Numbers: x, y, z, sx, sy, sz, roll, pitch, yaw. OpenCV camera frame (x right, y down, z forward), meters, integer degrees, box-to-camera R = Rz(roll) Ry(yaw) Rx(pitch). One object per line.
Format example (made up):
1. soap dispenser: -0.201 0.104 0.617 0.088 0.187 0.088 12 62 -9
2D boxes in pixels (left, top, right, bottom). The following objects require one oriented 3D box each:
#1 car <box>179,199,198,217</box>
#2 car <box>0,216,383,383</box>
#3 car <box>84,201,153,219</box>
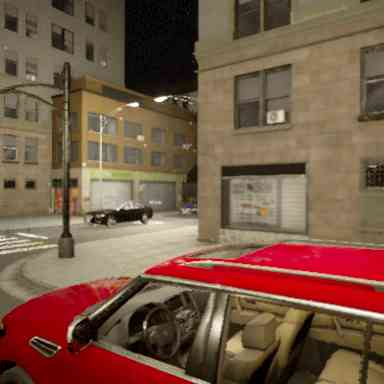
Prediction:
1. car: 0.783 1.335 28.549 1.812 1.442 4.674 0 0 35
2. car: 0.480 1.310 2.467 5.009 1.841 2.192 0 0 35
3. car: -4.539 1.341 21.062 2.128 1.511 4.902 0 0 35
